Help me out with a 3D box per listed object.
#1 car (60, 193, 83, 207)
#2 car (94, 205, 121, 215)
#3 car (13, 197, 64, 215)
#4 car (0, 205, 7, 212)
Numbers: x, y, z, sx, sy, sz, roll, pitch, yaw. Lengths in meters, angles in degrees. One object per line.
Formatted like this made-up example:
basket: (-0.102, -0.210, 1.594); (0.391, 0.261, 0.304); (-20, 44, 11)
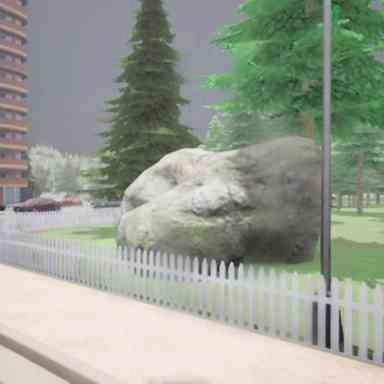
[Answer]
car: (-16.657, 1.100, 46.177); (2.097, 1.767, 4.553); (0, 0, -9)
car: (-7.190, 1.180, 31.104); (2.097, 1.767, 4.553); (0, 0, 16)
car: (-14.424, 1.276, 31.209); (1.882, 1.535, 5.008); (0, 0, 15)
car: (-18.849, 1.388, 28.958); (1.895, 1.301, 4.718); (0, 0, 21)
